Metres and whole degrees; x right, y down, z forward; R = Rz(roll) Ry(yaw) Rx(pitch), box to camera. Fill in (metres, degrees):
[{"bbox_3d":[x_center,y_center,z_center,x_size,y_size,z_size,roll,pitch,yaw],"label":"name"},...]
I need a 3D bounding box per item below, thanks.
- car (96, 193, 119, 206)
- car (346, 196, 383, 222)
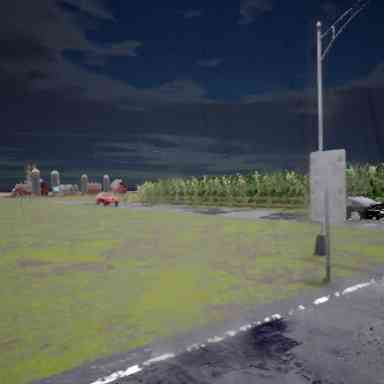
[{"bbox_3d":[-13.698,1.133,53.690,2.150,2.045,5.566,-2,0,-35],"label":"car"},{"bbox_3d":[9.939,1.032,21.487,1.882,1.535,5.008,-6,2,-25],"label":"car"}]
